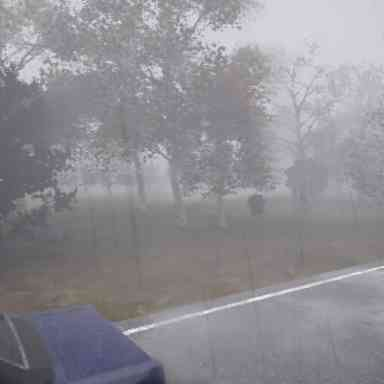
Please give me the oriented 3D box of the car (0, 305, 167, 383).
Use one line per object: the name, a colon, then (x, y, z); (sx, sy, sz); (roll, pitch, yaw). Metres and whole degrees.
car: (-2.616, 1.596, 2.088); (4.718, 1.301, 1.895); (0, 0, -36)
